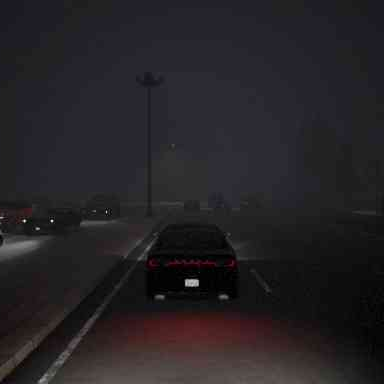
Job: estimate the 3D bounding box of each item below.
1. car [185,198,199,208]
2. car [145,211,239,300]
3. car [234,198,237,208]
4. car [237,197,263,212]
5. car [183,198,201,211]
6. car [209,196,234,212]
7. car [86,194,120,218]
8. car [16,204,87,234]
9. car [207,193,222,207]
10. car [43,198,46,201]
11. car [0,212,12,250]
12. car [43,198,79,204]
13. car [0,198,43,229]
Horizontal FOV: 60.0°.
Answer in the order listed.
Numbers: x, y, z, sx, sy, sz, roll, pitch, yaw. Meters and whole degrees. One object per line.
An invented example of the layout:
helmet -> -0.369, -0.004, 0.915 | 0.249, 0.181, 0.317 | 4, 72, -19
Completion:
car -> -0.021, 1.601, 49.500 | 1.895, 1.301, 4.718 | 0, 0, 0
car -> -0.004, 1.478, 8.439 | 1.882, 1.535, 5.008 | 0, 0, 0
car -> 6.979, 1.547, 49.473 | 2.033, 1.411, 5.357 | 0, 0, 0
car -> 6.984, 1.352, 39.439 | 2.097, 1.767, 4.553 | 0, 0, 0
car -> -0.016, 1.492, 39.049 | 2.128, 1.511, 4.902 | 0, 0, 0
car -> 3.484, 1.564, 39.467 | 1.994, 1.385, 4.181 | 0, 0, 0
car -> -8.013, 1.221, 30.142 | 2.150, 2.045, 5.566 | 0, 0, 0
car -> -8.037, 1.601, 19.571 | 1.895, 1.301, 4.718 | 0, 0, 1
car -> 3.479, 1.221, 49.501 | 2.150, 2.045, 5.566 | 0, 0, 0
car -> -15.013, 1.352, 31.494 | 2.097, 1.767, 4.553 | 0, 0, 0
car -> -8.082, 1.564, 10.817 | 1.994, 1.385, 4.181 | 0, 0, 0
car -> -11.513, 1.526, 30.579 | 1.812, 1.442, 4.674 | 0, 0, 0
car -> -11.526, 1.352, 20.659 | 2.097, 1.767, 4.553 | 0, 0, 0
